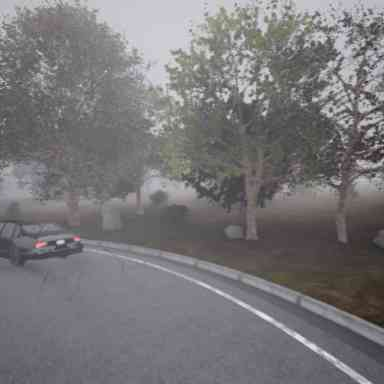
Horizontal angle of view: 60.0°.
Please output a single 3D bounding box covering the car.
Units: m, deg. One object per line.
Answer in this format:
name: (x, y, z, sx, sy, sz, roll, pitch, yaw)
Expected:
car: (-6.151, 1.680, 12.034, 5.357, 1.411, 2.033, -1, 0, 37)
